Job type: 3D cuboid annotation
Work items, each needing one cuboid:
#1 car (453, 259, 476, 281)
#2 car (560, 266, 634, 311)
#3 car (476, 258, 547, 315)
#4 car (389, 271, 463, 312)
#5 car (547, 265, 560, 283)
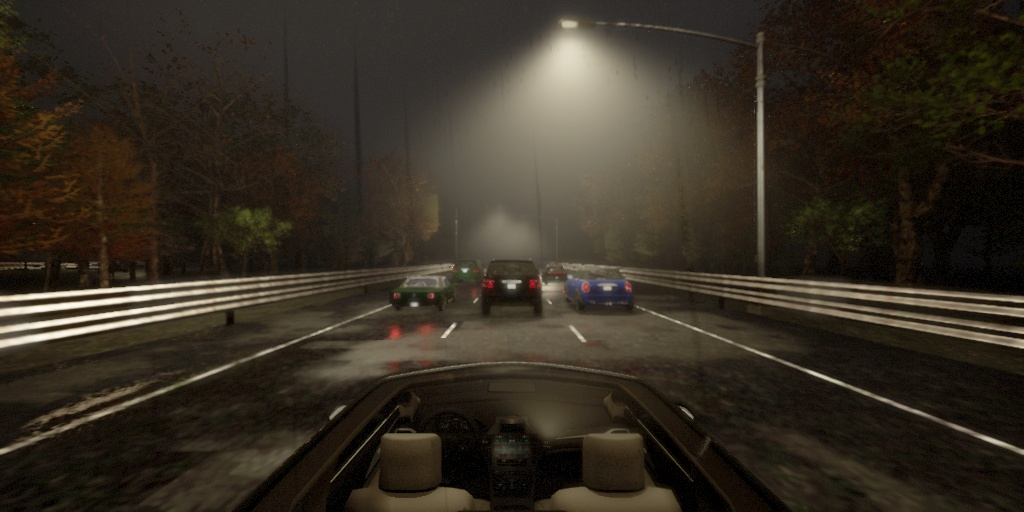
[{"bbox_3d":[-3.495,1.238,29.410,2.150,2.045,5.566,0,0,0],"label":"car"},{"bbox_3d":[3.519,1.235,15.265,2.097,1.767,4.553,0,-1,0],"label":"car"},{"bbox_3d":[0.007,1.100,14.435,2.150,2.045,5.566,0,0,0],"label":"car"},{"bbox_3d":[-3.485,1.483,15.095,1.895,1.301,4.718,0,-1,0],"label":"car"},{"bbox_3d":[3.516,1.515,30.345,2.128,1.511,4.902,0,0,0],"label":"car"}]
